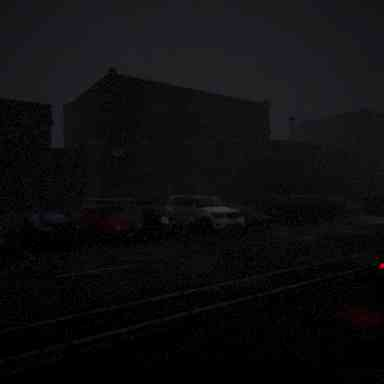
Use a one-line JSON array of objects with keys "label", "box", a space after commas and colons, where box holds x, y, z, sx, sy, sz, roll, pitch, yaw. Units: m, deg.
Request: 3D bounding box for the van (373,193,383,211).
[{"label": "van", "box": [20.794, 1.102, 33.733, 1.878, 1.987, 4.442, -1, 0, -36]}]

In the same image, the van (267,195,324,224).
[{"label": "van", "box": [7.207, 1.208, 24.291, 1.878, 1.987, 4.442, 0, 0, -36]}]

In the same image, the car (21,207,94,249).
[{"label": "car", "box": [-6.181, 1.520, 14.559, 2.002, 1.452, 4.674, 0, 0, -36]}]

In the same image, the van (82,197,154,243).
[{"label": "van", "box": [-3.871, 1.251, 16.072, 1.878, 1.987, 4.442, 0, 0, -36]}]

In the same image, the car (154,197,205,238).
[{"label": "car", "box": [-1.715, 1.346, 17.798, 2.185, 1.767, 4.553, 0, 0, -36]}]

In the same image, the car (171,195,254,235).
[{"label": "car", "box": [0.562, 1.213, 19.355, 2.435, 2.045, 5.566, 0, 0, -36]}]

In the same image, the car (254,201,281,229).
[{"label": "car", "box": [2.806, 1.485, 20.961, 2.163, 1.488, 4.792, 0, 0, -36]}]

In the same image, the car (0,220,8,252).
[{"label": "car", "box": [-8.531, 1.479, 13.107, 1.946, 1.575, 5.366, 0, 0, -36]}]

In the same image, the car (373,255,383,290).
[{"label": "car", "box": [6.219, 1.537, 7.558, 5.357, 1.411, 2.033, 0, 0, -35]}]
